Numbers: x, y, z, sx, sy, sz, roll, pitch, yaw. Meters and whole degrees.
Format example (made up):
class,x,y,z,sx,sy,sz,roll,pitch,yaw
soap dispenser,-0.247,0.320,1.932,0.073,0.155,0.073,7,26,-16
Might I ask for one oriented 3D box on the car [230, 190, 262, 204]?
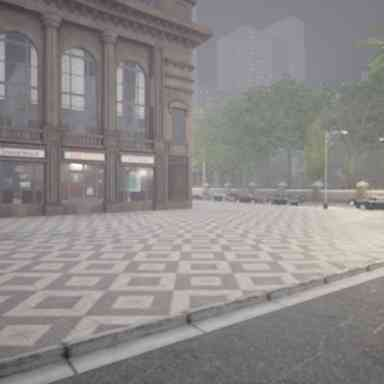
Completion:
class,x,y,z,sx,sy,sz,roll,pitch,yaw
car,7.573,0.855,43.719,1.887,1.381,4.507,1,0,-35

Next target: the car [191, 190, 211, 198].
class,x,y,z,sx,sy,sz,roll,pitch,yaw
car,1.745,0.383,66.682,1.967,1.590,4.097,1,0,-35

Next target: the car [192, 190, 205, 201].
class,x,y,z,sx,sy,sz,roll,pitch,yaw
car,1.183,0.720,52.732,1.802,1.307,4.206,1,0,-35

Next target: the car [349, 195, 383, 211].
class,x,y,z,sx,sy,sz,roll,pitch,yaw
car,17.156,1.110,30.200,2.008,1.369,4.403,1,0,-35

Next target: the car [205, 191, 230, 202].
class,x,y,z,sx,sy,sz,roll,pitch,yaw
car,4.378,0.776,48.226,2.008,1.369,4.403,1,0,-35

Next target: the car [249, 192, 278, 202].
class,x,y,z,sx,sy,sz,roll,pitch,yaw
car,11.326,0.772,53.164,1.947,1.339,4.313,1,0,-35

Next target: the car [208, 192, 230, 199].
class,x,y,z,sx,sy,sz,roll,pitch,yaw
car,4.937,0.614,62.177,1.802,1.307,4.206,1,0,-35

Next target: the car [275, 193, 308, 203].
class,x,y,z,sx,sy,sz,roll,pitch,yaw
car,14.521,0.857,48.658,1.947,1.339,4.313,1,0,-35

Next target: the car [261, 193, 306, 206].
class,x,y,z,sx,sy,sz,roll,pitch,yaw
car,10.767,0.961,39.212,1.947,1.339,4.313,1,0,-35
